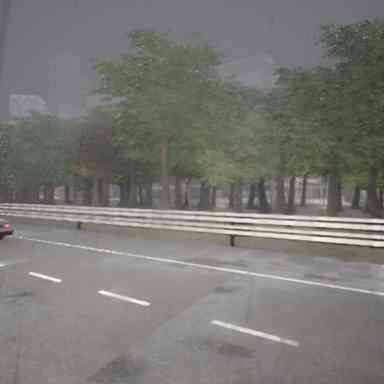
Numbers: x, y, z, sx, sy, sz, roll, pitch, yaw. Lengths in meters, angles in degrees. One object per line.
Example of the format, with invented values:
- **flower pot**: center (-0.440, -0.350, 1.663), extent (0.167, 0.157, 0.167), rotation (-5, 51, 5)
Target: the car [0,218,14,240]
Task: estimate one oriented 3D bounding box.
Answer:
- **car**: center (-10.523, 1.548, 15.703), extent (5.357, 1.411, 2.033), rotation (0, 0, 36)
